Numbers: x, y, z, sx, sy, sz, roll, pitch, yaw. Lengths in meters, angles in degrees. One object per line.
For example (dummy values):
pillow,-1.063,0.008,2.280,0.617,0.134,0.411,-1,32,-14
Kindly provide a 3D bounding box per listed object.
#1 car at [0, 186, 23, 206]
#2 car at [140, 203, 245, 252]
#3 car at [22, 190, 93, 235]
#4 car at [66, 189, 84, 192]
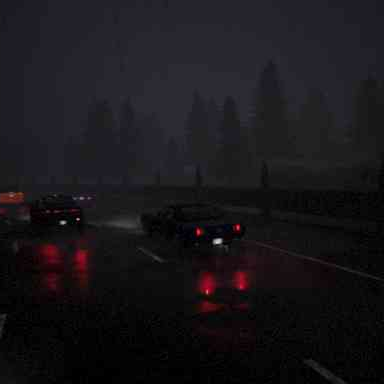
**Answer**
car,-16.830,0.282,30.117,2.097,1.767,4.553,-4,4,-40
car,-0.265,1.046,11.478,1.895,1.301,4.718,-3,3,-26
car,-6.200,0.900,15.030,2.128,1.511,4.902,-3,3,-29
car,-9.752,0.472,26.920,2.033,1.411,5.357,-3,3,-36
